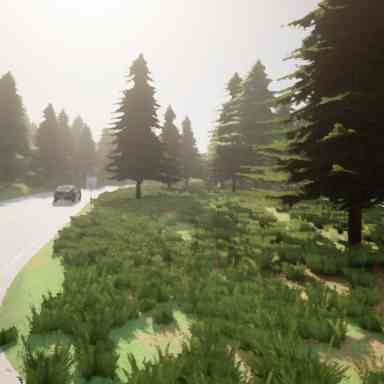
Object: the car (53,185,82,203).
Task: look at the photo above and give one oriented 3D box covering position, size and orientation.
[{"bbox_3d":[-11.514,0.114,30.887,1.837,1.490,4.892,1,4,-9],"label":"car"}]
